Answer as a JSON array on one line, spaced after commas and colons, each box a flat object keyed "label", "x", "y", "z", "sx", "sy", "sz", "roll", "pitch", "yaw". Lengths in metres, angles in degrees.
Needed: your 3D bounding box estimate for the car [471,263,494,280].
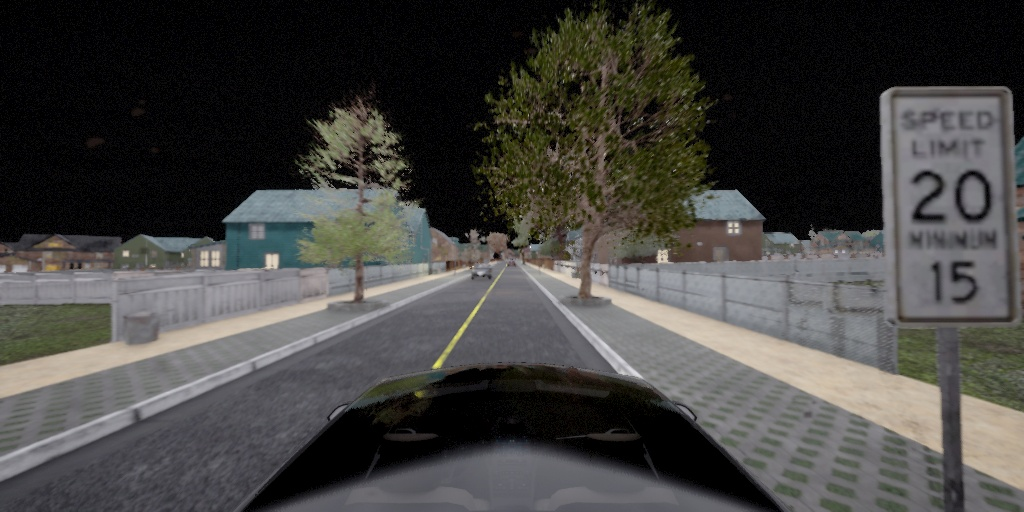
[{"label": "car", "x": -2.785, "y": 1.423, "z": 34.344, "sx": 2.128, "sy": 1.511, "sz": 4.902, "roll": 0, "pitch": 0, "yaw": 0}]
